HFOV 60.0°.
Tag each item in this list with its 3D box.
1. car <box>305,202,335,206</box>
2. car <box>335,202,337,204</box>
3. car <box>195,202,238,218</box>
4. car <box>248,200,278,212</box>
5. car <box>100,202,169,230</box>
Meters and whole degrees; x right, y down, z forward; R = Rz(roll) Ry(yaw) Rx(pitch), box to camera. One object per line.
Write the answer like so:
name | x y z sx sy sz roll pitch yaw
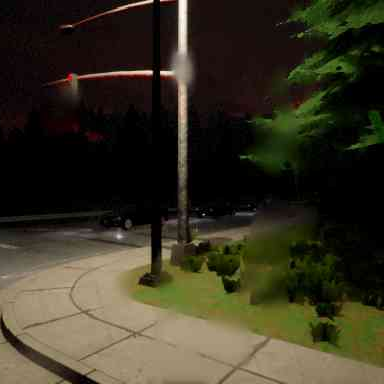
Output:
car | 16.380 1.194 42.929 2.150 2.045 5.566 0 0 36
car | 22.682 1.465 51.394 2.128 1.511 4.902 0 0 37
car | 2.237 1.574 29.520 1.895 1.301 4.718 0 0 35
car | 8.126 1.574 37.862 1.895 1.301 4.718 0 0 36
car | -3.545 1.451 21.162 1.882 1.535 5.008 0 0 35
